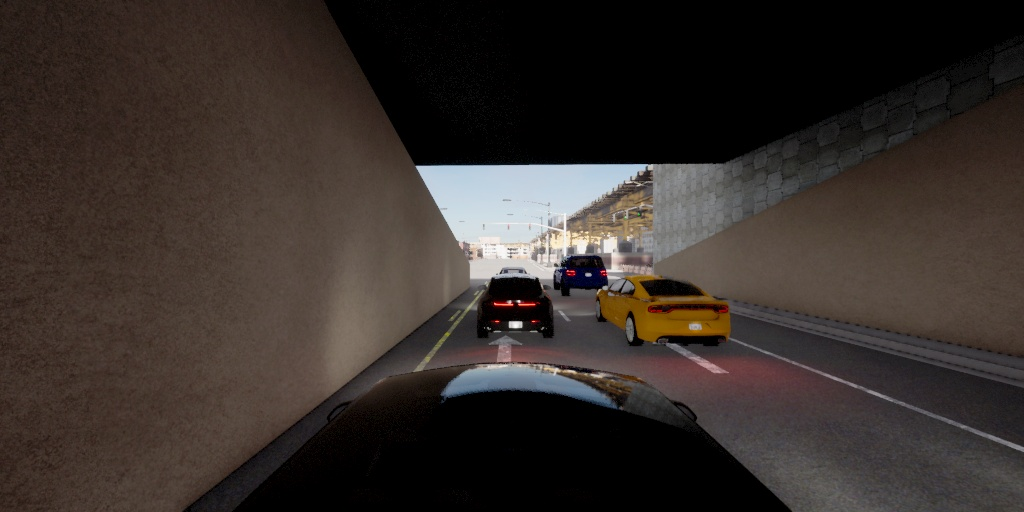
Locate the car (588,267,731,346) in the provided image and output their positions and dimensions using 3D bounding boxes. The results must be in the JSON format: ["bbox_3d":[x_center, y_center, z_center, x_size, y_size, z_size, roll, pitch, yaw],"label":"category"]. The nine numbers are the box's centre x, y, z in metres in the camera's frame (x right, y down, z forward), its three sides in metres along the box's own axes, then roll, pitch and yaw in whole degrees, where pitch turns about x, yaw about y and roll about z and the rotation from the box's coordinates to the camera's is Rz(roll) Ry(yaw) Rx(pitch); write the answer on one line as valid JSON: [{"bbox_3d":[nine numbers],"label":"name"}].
[{"bbox_3d":[3.574,1.228,9.459,1.882,1.535,5.008,0,0,0],"label":"car"}]

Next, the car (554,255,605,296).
[{"bbox_3d":[3.568,0.971,19.429,2.150,2.045,5.566,0,0,0],"label":"car"}]

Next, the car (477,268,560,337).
[{"bbox_3d":[0.076,1.255,10.258,1.837,1.490,4.892,0,0,0],"label":"car"}]
